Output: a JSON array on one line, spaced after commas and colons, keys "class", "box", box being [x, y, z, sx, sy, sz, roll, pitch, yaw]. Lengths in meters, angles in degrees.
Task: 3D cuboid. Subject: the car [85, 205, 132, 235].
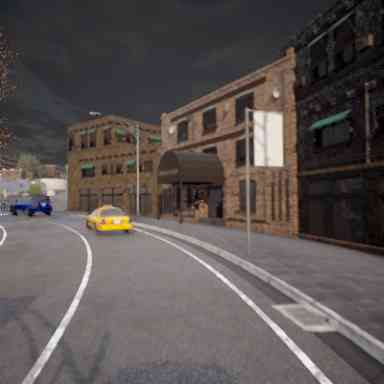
[{"class": "car", "box": [-4.954, 1.513, 19.322, 1.801, 1.575, 5.366, 0, 0, -26]}]

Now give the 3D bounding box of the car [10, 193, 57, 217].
[{"class": "car", "box": [-16.108, 1.362, 33.279, 5.566, 2.045, 2.150, -1, -1, 40]}]
